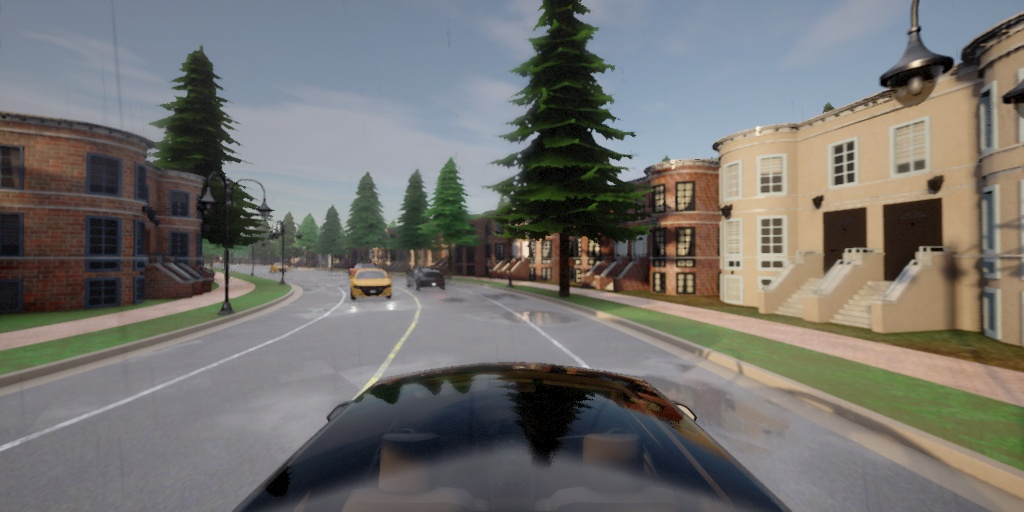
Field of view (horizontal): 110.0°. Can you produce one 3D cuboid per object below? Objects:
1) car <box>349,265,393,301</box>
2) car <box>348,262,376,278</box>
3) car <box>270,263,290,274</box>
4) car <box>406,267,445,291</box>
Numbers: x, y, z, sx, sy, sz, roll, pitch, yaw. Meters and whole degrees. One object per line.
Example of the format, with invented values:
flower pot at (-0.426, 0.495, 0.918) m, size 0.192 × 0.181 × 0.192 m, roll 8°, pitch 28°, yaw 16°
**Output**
car at (-7.467, 1.407, 18.971) m, size 1.882 × 1.535 × 5.008 m, roll 0°, pitch -1°, yaw -24°
car at (-15.422, 1.471, 37.289) m, size 2.097 × 1.767 × 4.553 m, roll 0°, pitch -1°, yaw -41°
car at (-33.706, 1.767, 52.080) m, size 1.882 × 1.535 × 5.008 m, roll 0°, pitch -1°, yaw -42°
car at (-5.878, 1.483, 24.121) m, size 1.837 × 1.490 × 4.892 m, roll 0°, pitch -1°, yaw -27°
